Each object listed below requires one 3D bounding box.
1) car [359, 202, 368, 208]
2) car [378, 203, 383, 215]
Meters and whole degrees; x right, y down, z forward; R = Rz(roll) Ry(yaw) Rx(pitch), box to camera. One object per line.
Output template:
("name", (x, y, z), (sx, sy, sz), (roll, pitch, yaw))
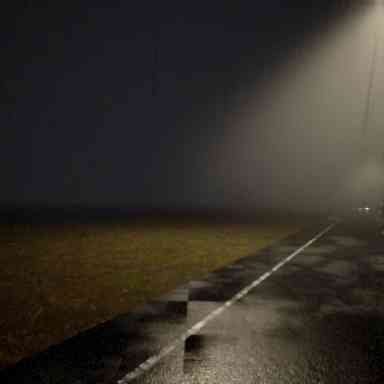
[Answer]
("car", (41.457, 3.123, 80.194), (1.837, 1.490, 4.892), (1, -1, 28))
("car", (28.541, 2.615, 48.053), (1.994, 1.385, 4.181), (1, 0, 28))
